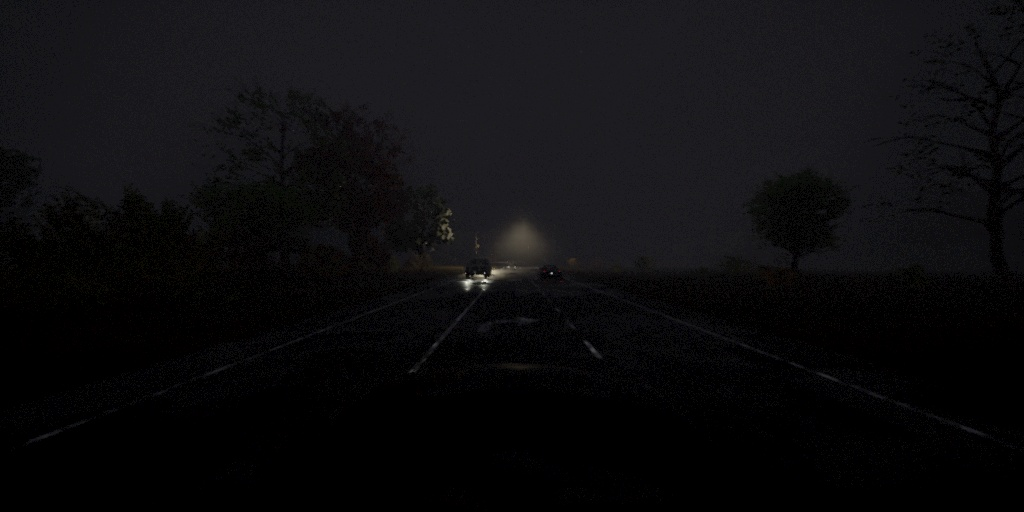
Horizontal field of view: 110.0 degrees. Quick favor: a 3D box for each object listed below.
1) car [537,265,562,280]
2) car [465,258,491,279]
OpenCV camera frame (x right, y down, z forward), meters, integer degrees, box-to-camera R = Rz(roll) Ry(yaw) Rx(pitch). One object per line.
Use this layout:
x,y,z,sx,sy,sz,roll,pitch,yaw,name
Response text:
3.482,1.503,33.426,1.994,1.385,4.181,0,0,0,car
-3.407,1.211,36.817,2.150,2.045,5.566,0,0,2,car
